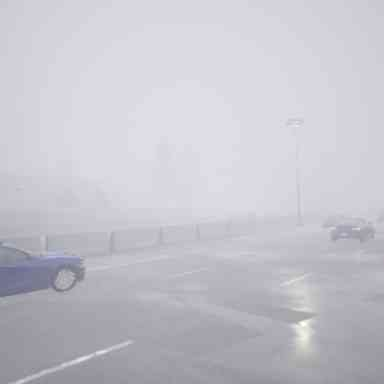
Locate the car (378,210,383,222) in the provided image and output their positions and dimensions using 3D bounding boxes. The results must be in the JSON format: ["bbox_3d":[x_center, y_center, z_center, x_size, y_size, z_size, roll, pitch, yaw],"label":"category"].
[{"bbox_3d":[24.856,3.058,42.594,2.033,1.411,5.357,-3,-3,27],"label":"car"}]

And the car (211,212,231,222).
[{"bbox_3d":[5.259,3.846,51.286,2.097,1.767,4.553,-3,-3,30],"label":"car"}]

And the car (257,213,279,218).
[{"bbox_3d":[11.303,3.692,47.752,1.994,1.385,4.181,-3,-3,30],"label":"car"}]

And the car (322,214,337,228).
[{"bbox_3d":[13.825,2.798,31.768,2.033,1.411,5.357,-3,-3,33],"label":"car"}]

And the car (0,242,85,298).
[{"bbox_3d":[-5.343,2.070,8.818,1.882,1.535,5.008,-4,-4,45],"label":"car"}]

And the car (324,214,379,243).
[{"bbox_3d":[10.157,2.331,20.965,1.812,1.442,4.674,-3,-4,38],"label":"car"}]

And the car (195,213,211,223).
[{"bbox_3d":[2.219,4.120,53.002,1.882,1.535,5.008,-3,-3,30],"label":"car"}]

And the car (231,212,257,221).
[{"bbox_3d":[8.267,3.471,49.522,2.033,1.411,5.357,-3,-3,30],"label":"car"}]
